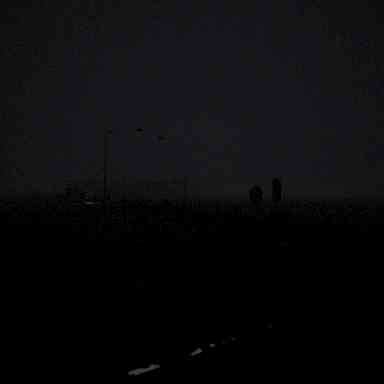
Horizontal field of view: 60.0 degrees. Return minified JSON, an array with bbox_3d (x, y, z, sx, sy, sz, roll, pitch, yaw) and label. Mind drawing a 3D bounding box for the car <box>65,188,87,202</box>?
[{"bbox_3d":[-17.793,0.398,50.773,2.150,2.045,5.566,1,1,-34],"label":"car"}]
